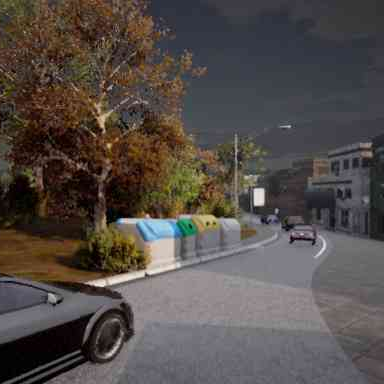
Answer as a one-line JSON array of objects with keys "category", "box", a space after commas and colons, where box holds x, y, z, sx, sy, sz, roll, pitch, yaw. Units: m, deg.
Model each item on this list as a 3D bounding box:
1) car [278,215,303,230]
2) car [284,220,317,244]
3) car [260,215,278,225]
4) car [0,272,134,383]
[{"category": "car", "box": [12.732, 3.923, 42.263, 2.150, 2.045, 5.566, 0, -3, 8]}, {"category": "car", "box": [8.728, 3.227, 26.041, 2.033, 1.411, 5.357, 0, -4, 21]}, {"category": "car", "box": [13.090, 4.606, 56.508, 2.097, 1.767, 4.553, 0, -2, -3]}, {"category": "car", "box": [-2.636, 1.665, 4.152, 1.994, 1.385, 4.181, 0, -3, 31]}]
